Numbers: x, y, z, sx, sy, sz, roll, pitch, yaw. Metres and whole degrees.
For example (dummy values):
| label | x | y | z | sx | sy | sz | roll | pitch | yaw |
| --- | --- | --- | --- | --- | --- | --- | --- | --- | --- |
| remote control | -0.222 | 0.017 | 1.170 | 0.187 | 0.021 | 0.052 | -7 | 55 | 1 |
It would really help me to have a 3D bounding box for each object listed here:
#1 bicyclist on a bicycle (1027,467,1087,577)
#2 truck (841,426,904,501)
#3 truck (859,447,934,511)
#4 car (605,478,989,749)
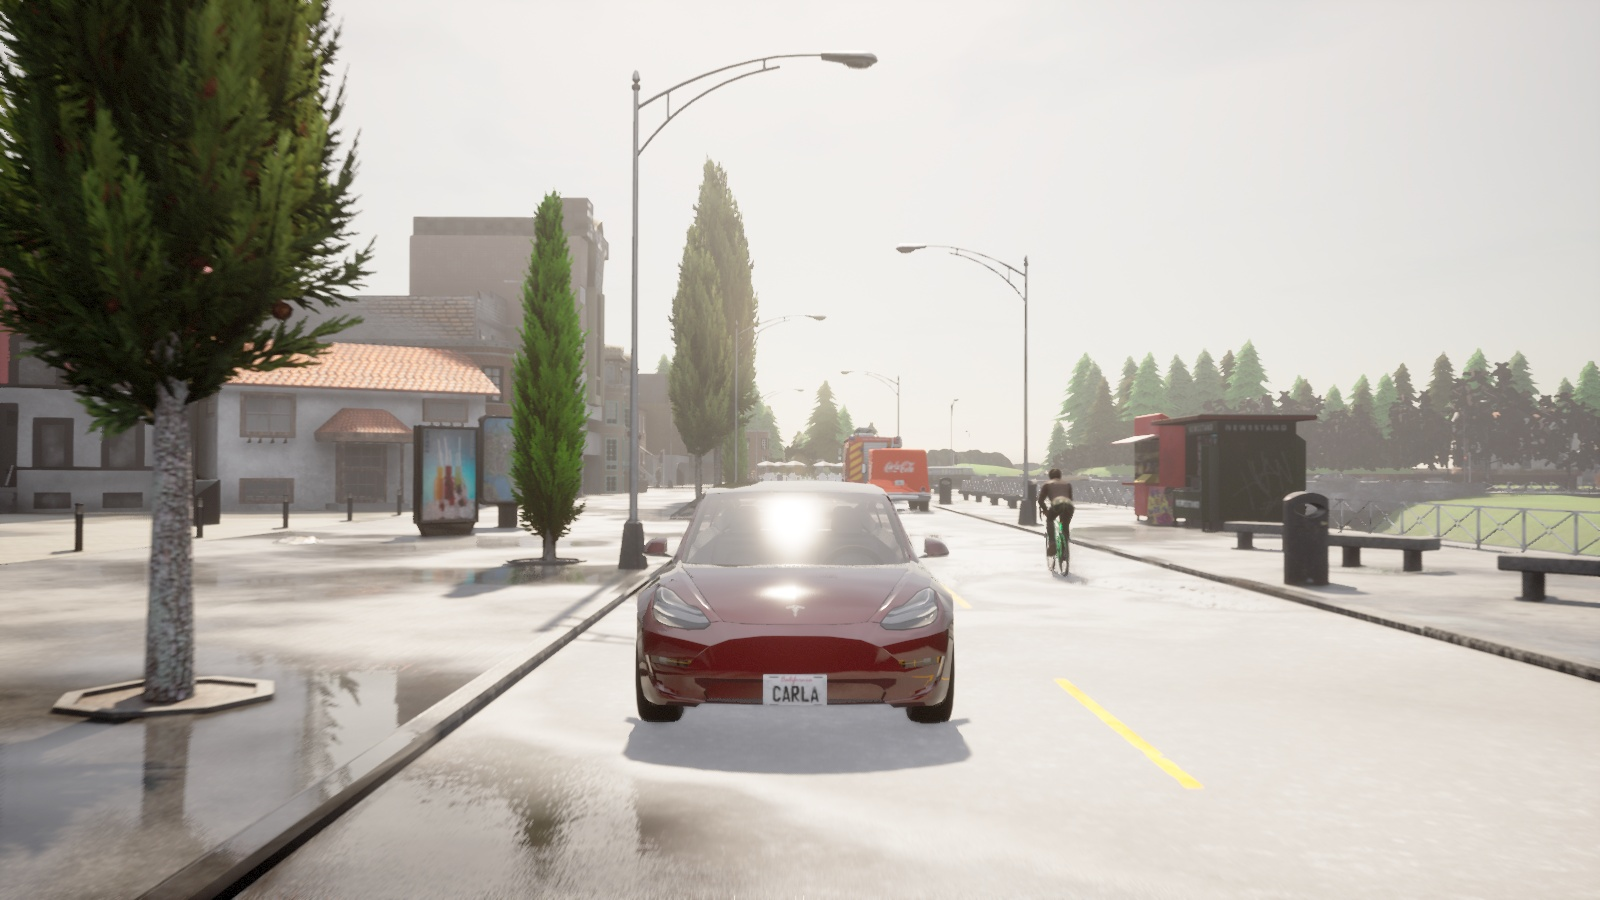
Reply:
| label | x | y | z | sx | sy | sz | roll | pitch | yaw |
| --- | --- | --- | --- | --- | --- | --- | --- | --- | --- |
| bicyclist on a bicycle | 3.949 | 1.076 | 19.396 | 0.582 | 1.620 | 1.656 | 0 | -1 | 0 |
| truck | 3.818 | 0.778 | 68.329 | 2.891 | 3.827 | 8.468 | 0 | -1 | 0 |
| truck | 3.865 | 1.173 | 51.391 | 2.627 | 2.467 | 5.204 | 0 | -1 | 0 |
| car | -0.025 | 0.973 | 9.482 | 2.163 | 1.488 | 4.792 | 0 | -1 | 0 |
